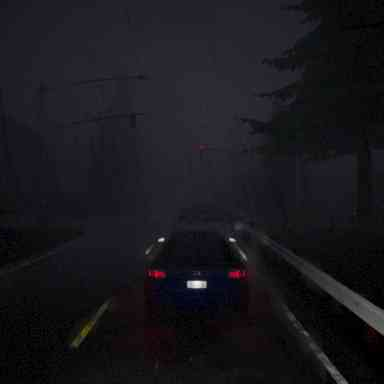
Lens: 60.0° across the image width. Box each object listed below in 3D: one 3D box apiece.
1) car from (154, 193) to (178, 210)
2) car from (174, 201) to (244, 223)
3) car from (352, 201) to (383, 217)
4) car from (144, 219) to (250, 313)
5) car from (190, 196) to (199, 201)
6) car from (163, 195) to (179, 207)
[{"bbox_3d":[-3.309,1.352,42.244,2.097,1.767,4.553,0,0,1],"label":"car"},{"bbox_3d":[1.288,1.518,23.127,4.674,1.442,1.812,0,0,1],"label":"car"},{"bbox_3d":[15.461,1.489,26.657,4.892,1.490,1.837,0,0,0],"label":"car"},{"bbox_3d":[0.111,1.564,7.745,1.994,1.385,4.181,0,0,1],"label":"car"},{"bbox_3d":[0.444,1.525,66.310,1.812,1.442,4.674,0,0,0],"label":"car"},{"bbox_3d":[-3.237,1.352,52.164,2.097,1.767,4.553,0,0,1],"label":"car"}]
